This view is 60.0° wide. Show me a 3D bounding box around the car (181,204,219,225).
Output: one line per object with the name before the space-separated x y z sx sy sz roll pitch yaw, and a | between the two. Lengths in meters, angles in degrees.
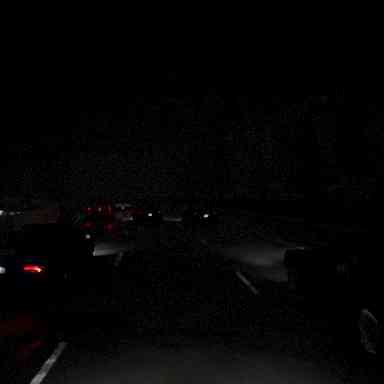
car | 0.478 1.561 24.088 1.994 1.385 4.181 0 0 -13

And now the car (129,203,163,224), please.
car | -3.410 1.572 25.196 1.994 1.385 4.181 0 0 -14

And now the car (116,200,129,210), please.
car | -9.128 1.622 41.850 1.895 1.301 4.718 0 0 -23

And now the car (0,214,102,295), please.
car | -3.974 1.557 8.901 2.033 1.411 5.357 0 0 -6

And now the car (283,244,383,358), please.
car | 3.242 1.592 5.962 1.895 1.301 4.718 0 0 -3

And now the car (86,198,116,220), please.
car | -7.797 1.371 28.002 2.097 1.767 4.553 0 0 -16
